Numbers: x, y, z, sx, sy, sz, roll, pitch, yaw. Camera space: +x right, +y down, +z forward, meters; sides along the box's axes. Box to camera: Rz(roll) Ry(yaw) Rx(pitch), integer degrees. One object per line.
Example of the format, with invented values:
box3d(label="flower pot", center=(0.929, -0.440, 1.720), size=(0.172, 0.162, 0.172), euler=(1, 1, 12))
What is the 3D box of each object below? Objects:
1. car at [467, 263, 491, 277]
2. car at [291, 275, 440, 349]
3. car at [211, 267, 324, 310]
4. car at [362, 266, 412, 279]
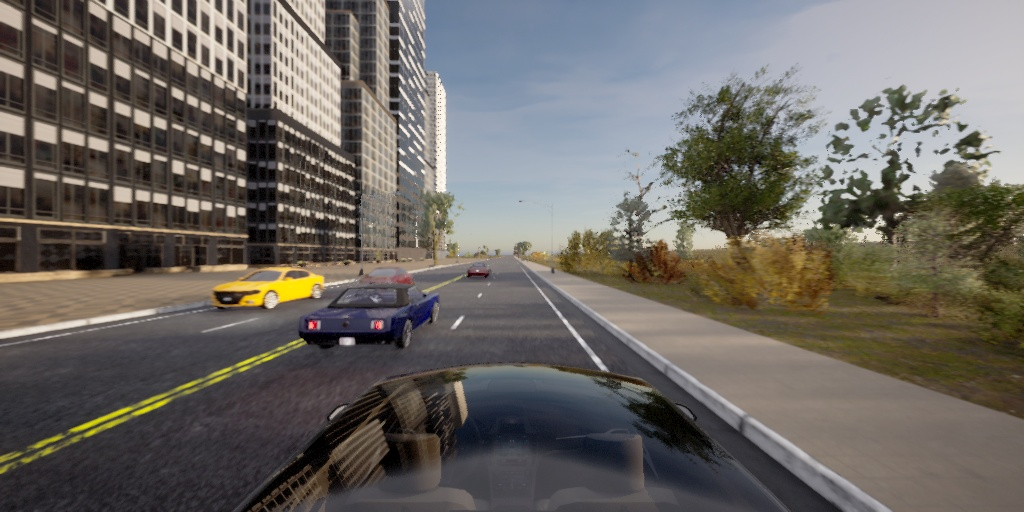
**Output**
box3d(label="car", center=(-3.154, 1.316, 34.719), size=(1.994, 1.385, 4.181), euler=(0, 0, 0))
box3d(label="car", center=(-3.151, 1.351, 9.093), size=(1.895, 1.301, 4.718), euler=(0, 0, 0))
box3d(label="car", center=(-9.815, 1.229, 14.883), size=(1.882, 1.535, 5.008), euler=(0, 0, 0))
box3d(label="car", center=(-6.532, 1.277, 18.861), size=(1.812, 1.442, 4.674), euler=(0, 0, 1))
